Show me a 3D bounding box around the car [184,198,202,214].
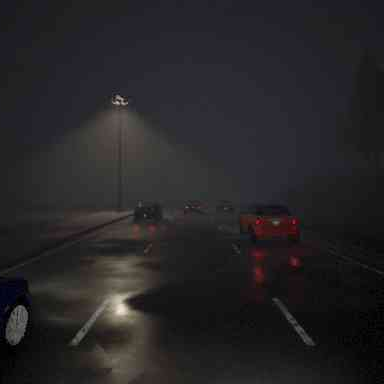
[{"bbox_3d":[0.115,1.547,34.830,2.033,1.411,5.357,0,0,0],"label":"car"}]

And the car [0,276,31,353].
[{"bbox_3d":[-3.403,1.478,3.122,1.882,1.535,5.008,0,0,0],"label":"car"}]

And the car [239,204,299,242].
[{"bbox_3d":[3.603,1.352,16.354,2.097,1.767,4.553,0,0,0],"label":"car"}]

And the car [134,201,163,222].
[{"bbox_3d":[-3.395,1.491,26.374,2.128,1.511,4.902,0,0,0],"label":"car"}]

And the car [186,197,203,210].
[{"bbox_3d":[0.375,1.491,44.580,2.128,1.511,4.902,0,0,3],"label":"car"}]

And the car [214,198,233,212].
[{"bbox_3d":[3.649,1.504,38.178,1.837,1.490,4.892,0,0,1],"label":"car"}]
